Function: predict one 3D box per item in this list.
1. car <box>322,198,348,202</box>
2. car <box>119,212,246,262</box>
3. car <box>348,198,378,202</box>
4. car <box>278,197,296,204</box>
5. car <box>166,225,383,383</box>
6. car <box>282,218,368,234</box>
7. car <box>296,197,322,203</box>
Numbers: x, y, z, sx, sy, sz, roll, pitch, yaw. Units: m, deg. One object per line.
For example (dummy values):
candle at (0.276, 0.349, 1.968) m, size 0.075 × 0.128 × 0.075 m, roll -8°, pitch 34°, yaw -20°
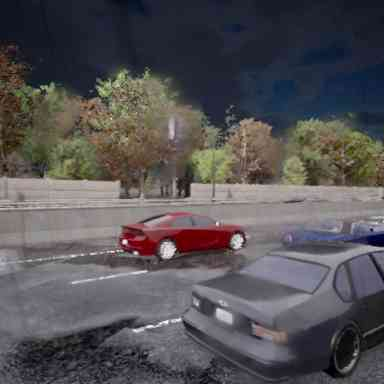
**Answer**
car at (19.602, 1.517, 43.749) m, size 4.674 × 1.442 × 1.812 m, roll 0°, pitch 0°, yaw -35°
car at (-0.162, 1.470, 12.232) m, size 5.008 × 1.535 × 1.882 m, roll 0°, pitch 0°, yaw -36°
car at (21.614, 1.518, 40.890) m, size 4.674 × 1.442 × 1.812 m, roll 0°, pitch 0°, yaw -35°
car at (14.706, 1.465, 48.848) m, size 5.008 × 1.535 × 1.882 m, roll 0°, pitch 0°, yaw -35°
car at (2.433, 1.544, 5.486) m, size 5.357 × 1.411 × 2.033 m, roll 0°, pitch 0°, yaw -36°
car at (5.434, 1.593, 11.924) m, size 4.718 × 1.301 × 1.895 m, roll 0°, pitch 0°, yaw -36°
car at (17.234, 1.482, 46.354) m, size 4.902 × 1.511 × 2.128 m, roll 0°, pitch 0°, yaw -35°
